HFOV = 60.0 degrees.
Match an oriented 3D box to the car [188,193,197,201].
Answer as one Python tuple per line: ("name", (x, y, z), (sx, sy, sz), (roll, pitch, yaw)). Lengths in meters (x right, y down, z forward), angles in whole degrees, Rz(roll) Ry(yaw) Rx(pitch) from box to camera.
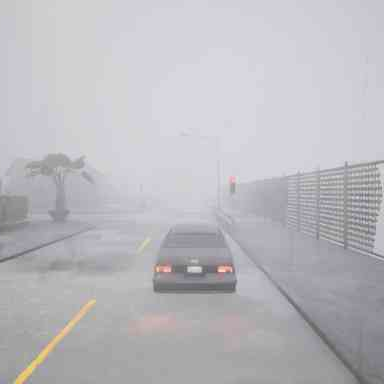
("car", (0.090, 1.225, 87.059), (2.150, 2.045, 5.566), (0, 0, 0))

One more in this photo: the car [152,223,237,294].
("car", (0.073, 1.547, 8.955), (2.033, 1.411, 5.357), (0, 0, 1))
